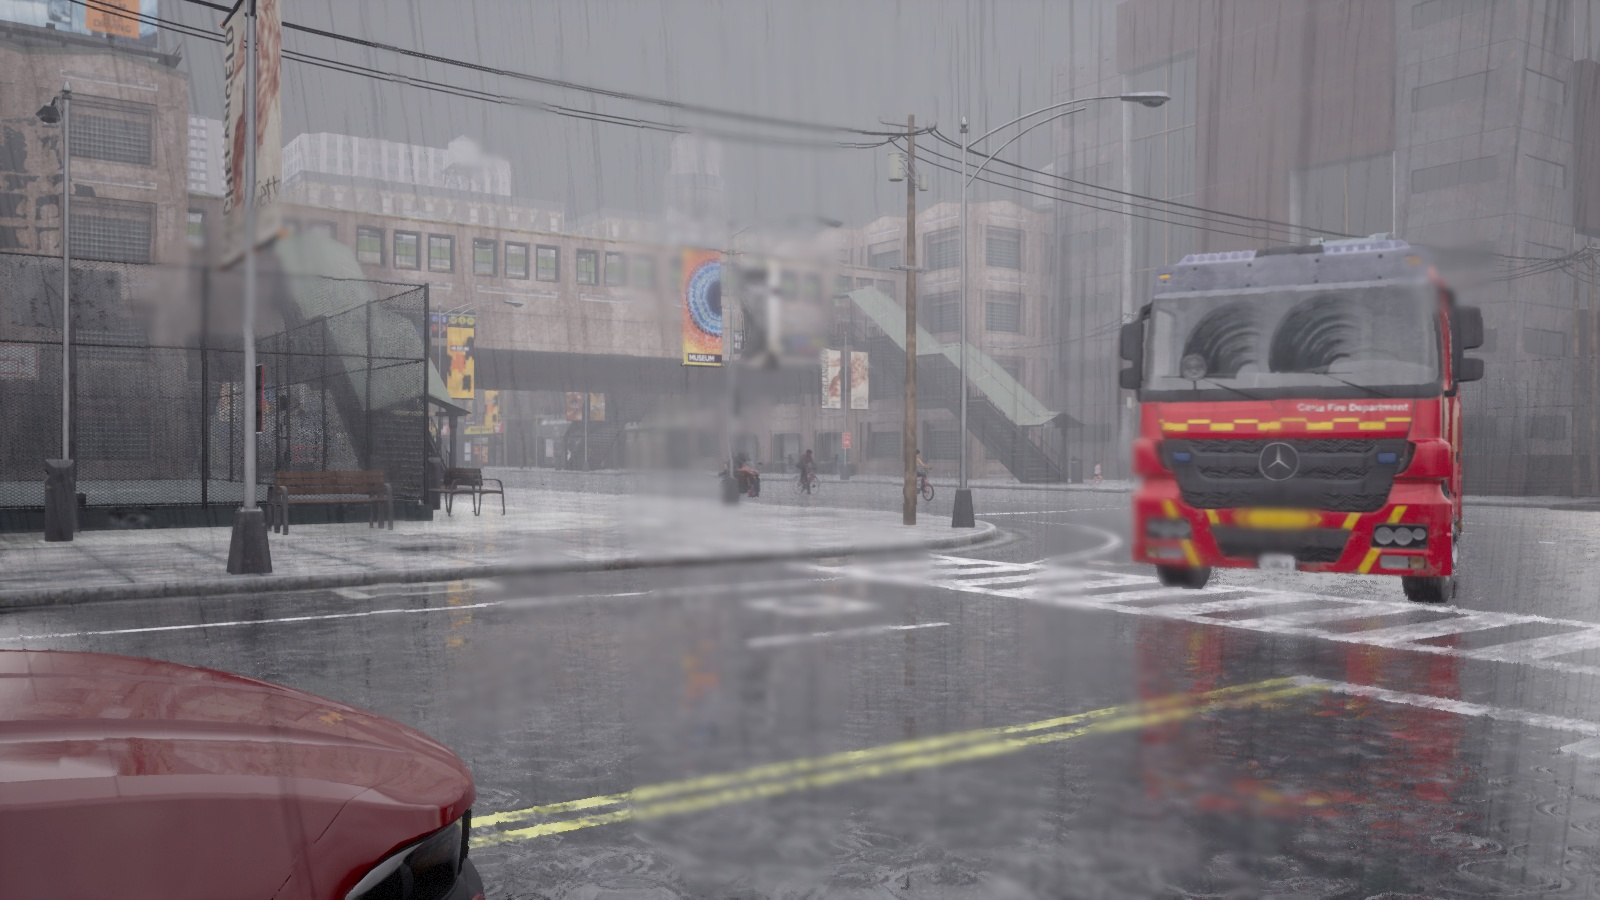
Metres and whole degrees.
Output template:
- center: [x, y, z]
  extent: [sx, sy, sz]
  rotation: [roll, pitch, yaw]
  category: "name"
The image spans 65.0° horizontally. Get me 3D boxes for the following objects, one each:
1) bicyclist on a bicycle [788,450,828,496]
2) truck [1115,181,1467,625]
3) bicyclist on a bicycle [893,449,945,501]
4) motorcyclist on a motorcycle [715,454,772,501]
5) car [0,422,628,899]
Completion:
- center: [0.278, 0.806, 44.574]
  extent: [0.582, 1.620, 1.656]
  rotation: [0, 0, -35]
  category: "bicyclist on a bicycle"
- center: [6.376, -0.396, 15.230]
  extent: [2.891, 3.827, 8.468]
  rotation: [0, 0, 29]
  category: "truck"
- center: [3.733, 0.770, 39.578]
  extent: [0.866, 1.612, 1.509]
  rotation: [0, 0, -35]
  category: "bicyclist on a bicycle"
- center: [-1.879, 0.885, 41.542]
  extent: [0.866, 1.530, 2.191]
  rotation: [0, 0, -35]
  category: "motorcyclist on a motorcycle"
- center: [-2.898, 0.733, 1.605]
  extent: [5.008, 1.535, 1.882]
  rotation: [0, 0, -36]
  category: "car"
